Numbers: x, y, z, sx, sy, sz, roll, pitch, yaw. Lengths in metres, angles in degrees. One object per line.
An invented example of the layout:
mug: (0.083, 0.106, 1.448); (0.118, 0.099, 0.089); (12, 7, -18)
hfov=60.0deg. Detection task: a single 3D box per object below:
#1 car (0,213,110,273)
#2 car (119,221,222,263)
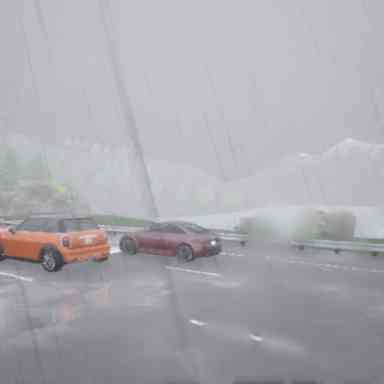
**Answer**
car: (-5.075, 1.573, 11.690); (4.553, 1.767, 2.097); (0, -1, 33)
car: (-0.915, 1.842, 13.231); (4.181, 1.385, 1.994); (0, -2, 33)
